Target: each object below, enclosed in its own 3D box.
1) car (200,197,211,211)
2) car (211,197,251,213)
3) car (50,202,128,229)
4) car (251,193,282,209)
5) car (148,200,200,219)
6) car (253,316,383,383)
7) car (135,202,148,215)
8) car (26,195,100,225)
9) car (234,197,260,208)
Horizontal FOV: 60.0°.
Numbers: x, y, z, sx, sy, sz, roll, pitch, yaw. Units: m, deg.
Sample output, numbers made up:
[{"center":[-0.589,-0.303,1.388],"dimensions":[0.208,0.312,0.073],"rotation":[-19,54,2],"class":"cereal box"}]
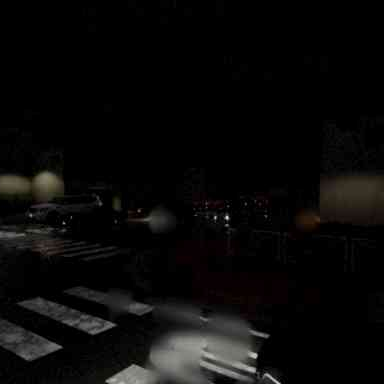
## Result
[{"center":[2.290,1.363,40.746],"dimensions":[2.097,1.767,4.553],"rotation":[0,0,36],"class":"car"},{"center":[4.476,1.514,37.784],"dimensions":[1.837,1.490,4.892],"rotation":[0,0,35],"class":"car"},{"center":[-6.602,1.610,22.274],"dimensions":[1.895,1.301,4.718],"rotation":[0,0,36],"class":"car"},{"center":[10.640,1.231,46.355],"dimensions":[2.150,2.045,5.566],"rotation":[0,0,36],"class":"car"},{"center":[-1.492,1.574,29.435],"dimensions":[1.994,1.385,4.181],"rotation":[0,0,35],"class":"car"},{"center":[2.669,1.525,2.090],"dimensions":[4.674,1.442,1.812],"rotation":[0,0,35],"class":"car"},{"center":[-3.440,1.503,32.726],"dimensions":[2.128,1.511,4.902],"rotation":[0,0,36],"class":"car"},{"center":[-9.225,1.233,24.656],"dimensions":[2.150,2.045,5.566],"rotation":[0,0,36],"class":"car"},{"center":[8.129,1.516,48.859],"dimensions":[1.837,1.490,4.892],"rotation":[0,0,36],"class":"car"}]
